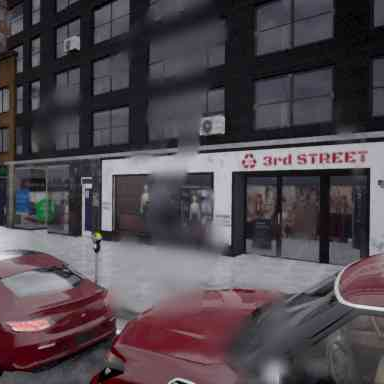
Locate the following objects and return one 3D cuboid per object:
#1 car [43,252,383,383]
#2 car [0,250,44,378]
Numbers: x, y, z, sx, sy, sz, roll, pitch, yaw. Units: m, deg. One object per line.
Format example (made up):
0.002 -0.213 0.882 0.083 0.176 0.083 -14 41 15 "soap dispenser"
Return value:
1.588 1.315 1.941 5.009 1.841 2.192 0 1 35 "car"
-2.965 1.580 5.176 4.206 1.307 1.802 0 1 35 "car"
